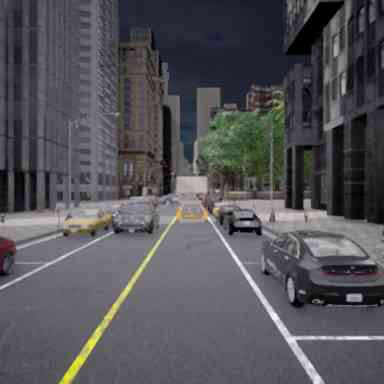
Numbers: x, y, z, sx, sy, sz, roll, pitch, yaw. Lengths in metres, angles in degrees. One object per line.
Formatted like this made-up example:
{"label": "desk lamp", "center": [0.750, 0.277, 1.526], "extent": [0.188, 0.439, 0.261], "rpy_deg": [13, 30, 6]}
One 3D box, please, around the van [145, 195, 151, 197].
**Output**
{"label": "van", "center": [-5.762, 1.414, 35.284], "extent": [1.690, 1.788, 3.998], "rpy_deg": [0, 0, 0]}

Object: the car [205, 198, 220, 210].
{"label": "car", "center": [2.763, 1.621, 46.414], "extent": [1.752, 1.417, 4.829], "rpy_deg": [0, 0, 0]}

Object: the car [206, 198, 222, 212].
{"label": "car", "center": [2.763, 1.655, 35.270], "extent": [1.802, 1.307, 4.206], "rpy_deg": [0, 0, 0]}

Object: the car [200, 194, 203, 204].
{"label": "car", "center": [2.764, 1.421, 51.730], "extent": [2.192, 1.841, 5.009], "rpy_deg": [0, 0, 0]}

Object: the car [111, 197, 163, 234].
{"label": "car", "center": [-3.098, 1.394, 19.309], "extent": [2.097, 1.767, 4.553], "rpy_deg": [0, 0, 0]}

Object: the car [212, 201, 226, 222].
{"label": "car", "center": [2.763, 1.618, 24.297], "extent": [1.947, 1.339, 4.313], "rpy_deg": [0, 0, 0]}

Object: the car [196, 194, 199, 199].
{"label": "car", "center": [2.764, 1.704, 89.263], "extent": [1.947, 1.339, 4.313], "rpy_deg": [0, 0, 0]}

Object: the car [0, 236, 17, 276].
{"label": "car", "center": [-5.763, 1.600, 7.844], "extent": [1.802, 1.307, 4.206], "rpy_deg": [0, 0, 0]}

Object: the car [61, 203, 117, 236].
{"label": "car", "center": [-5.762, 1.566, 18.650], "extent": [1.752, 1.417, 4.829], "rpy_deg": [0, 0, 0]}

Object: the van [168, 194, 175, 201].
{"label": "van", "center": [-5.760, 1.480, 94.703], "extent": [1.690, 1.788, 3.998], "rpy_deg": [0, 0, 0]}

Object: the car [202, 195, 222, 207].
{"label": "car", "center": [2.763, 1.399, 40.757], "extent": [2.192, 1.841, 5.009], "rpy_deg": [0, 0, 0]}

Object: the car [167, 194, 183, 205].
{"label": "car", "center": [-3.029, 1.642, 60.515], "extent": [1.812, 1.442, 4.674], "rpy_deg": [0, 0, 1]}

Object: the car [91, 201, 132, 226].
{"label": "car", "center": [-5.762, 1.492, 24.308], "extent": [1.967, 1.590, 4.097], "rpy_deg": [0, 0, 0]}

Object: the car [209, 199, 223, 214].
{"label": "car", "center": [2.763, 1.588, 29.953], "extent": [1.752, 1.417, 4.829], "rpy_deg": [0, 0, 0]}

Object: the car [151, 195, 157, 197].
{"label": "car", "center": [-5.762, 1.524, 40.771], "extent": [1.967, 1.590, 4.097], "rpy_deg": [0, 0, 0]}

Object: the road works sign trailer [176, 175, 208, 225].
{"label": "road works sign trailer", "center": [0.000, 0.516, 24.594], "extent": [2.380, 3.560, 2.880], "rpy_deg": [0, 0, 0]}

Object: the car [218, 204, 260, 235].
{"label": "car", "center": [2.763, 1.607, 18.810], "extent": [1.947, 1.339, 4.313], "rpy_deg": [0, 0, 0]}

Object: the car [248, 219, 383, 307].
{"label": "car", "center": [2.763, 1.569, 7.836], "extent": [2.008, 1.369, 4.403], "rpy_deg": [0, 0, 0]}

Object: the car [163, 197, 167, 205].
{"label": "car", "center": [-5.762, 1.687, 62.723], "extent": [1.947, 1.339, 4.313], "rpy_deg": [0, 0, 0]}

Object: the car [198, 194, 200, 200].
{"label": "car", "center": [2.764, 1.437, 62.705], "extent": [2.192, 1.841, 5.009], "rpy_deg": [0, 0, 0]}
